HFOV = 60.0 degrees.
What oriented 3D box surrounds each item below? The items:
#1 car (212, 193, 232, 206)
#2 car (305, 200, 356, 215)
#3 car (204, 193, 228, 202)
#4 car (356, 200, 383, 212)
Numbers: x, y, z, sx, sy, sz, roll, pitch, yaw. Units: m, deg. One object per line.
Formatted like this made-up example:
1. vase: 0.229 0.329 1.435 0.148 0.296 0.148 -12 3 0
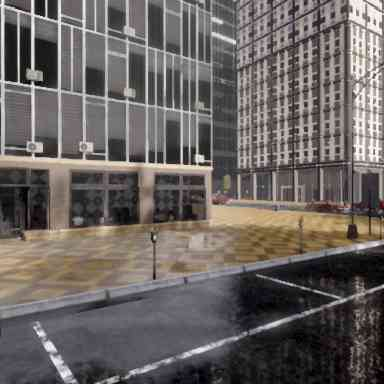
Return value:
1. car: 3.627 1.209 44.930 1.802 1.307 4.206 1 0 -33
2. car: 12.542 1.396 30.987 1.802 1.307 4.206 1 0 -32
3. car: 4.228 0.923 58.767 1.967 1.590 4.097 1 0 -35
4. car: 19.154 1.374 35.688 1.802 1.307 4.206 1 0 -32
